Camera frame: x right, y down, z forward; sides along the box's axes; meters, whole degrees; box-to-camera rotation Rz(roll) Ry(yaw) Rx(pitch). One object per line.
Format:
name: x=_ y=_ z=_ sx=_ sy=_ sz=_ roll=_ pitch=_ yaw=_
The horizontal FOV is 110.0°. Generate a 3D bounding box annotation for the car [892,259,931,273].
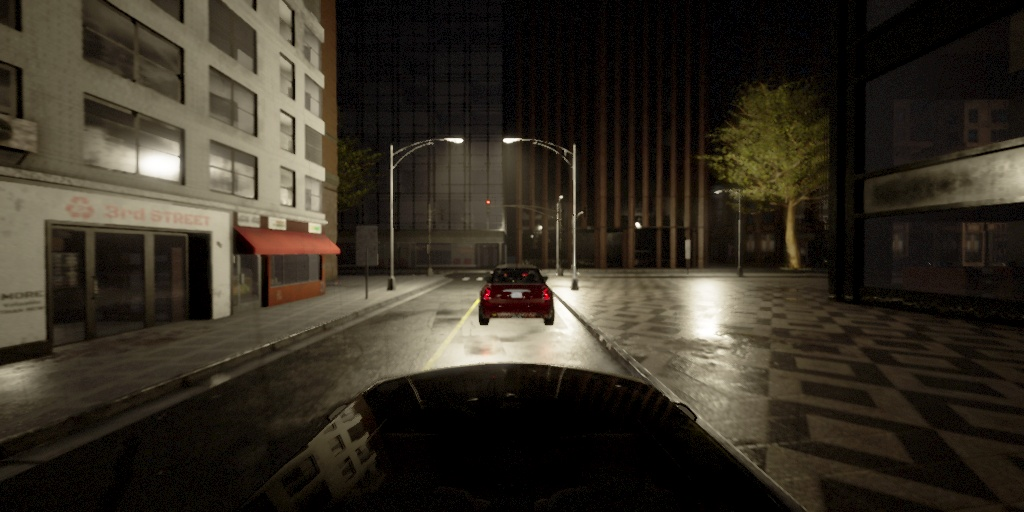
car: x=39.607 y=0.987 z=36.310 sx=4.181 sy=1.385 sz=1.994 roll=0 pitch=1 yaw=1

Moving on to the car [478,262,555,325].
car: x=0.134 y=1.040 z=11.627 sx=2.097 sy=1.767 sz=4.553 roll=0 pitch=0 yaw=0
